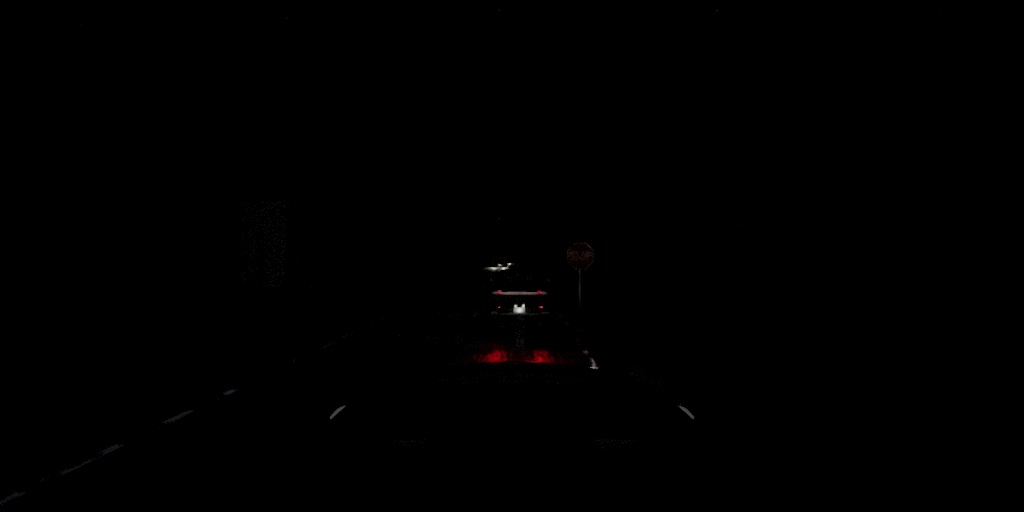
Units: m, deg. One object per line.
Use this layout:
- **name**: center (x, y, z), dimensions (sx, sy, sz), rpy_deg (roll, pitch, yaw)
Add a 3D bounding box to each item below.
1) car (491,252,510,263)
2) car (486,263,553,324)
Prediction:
- **car**: center (-1.789, 0.489, 51.842), dimensions (2.150, 2.045, 5.566), rpy_deg (0, 1, 1)
- **car**: center (0.258, 1.150, 11.590), dimensions (2.128, 1.511, 4.902), rpy_deg (0, 1, 2)
